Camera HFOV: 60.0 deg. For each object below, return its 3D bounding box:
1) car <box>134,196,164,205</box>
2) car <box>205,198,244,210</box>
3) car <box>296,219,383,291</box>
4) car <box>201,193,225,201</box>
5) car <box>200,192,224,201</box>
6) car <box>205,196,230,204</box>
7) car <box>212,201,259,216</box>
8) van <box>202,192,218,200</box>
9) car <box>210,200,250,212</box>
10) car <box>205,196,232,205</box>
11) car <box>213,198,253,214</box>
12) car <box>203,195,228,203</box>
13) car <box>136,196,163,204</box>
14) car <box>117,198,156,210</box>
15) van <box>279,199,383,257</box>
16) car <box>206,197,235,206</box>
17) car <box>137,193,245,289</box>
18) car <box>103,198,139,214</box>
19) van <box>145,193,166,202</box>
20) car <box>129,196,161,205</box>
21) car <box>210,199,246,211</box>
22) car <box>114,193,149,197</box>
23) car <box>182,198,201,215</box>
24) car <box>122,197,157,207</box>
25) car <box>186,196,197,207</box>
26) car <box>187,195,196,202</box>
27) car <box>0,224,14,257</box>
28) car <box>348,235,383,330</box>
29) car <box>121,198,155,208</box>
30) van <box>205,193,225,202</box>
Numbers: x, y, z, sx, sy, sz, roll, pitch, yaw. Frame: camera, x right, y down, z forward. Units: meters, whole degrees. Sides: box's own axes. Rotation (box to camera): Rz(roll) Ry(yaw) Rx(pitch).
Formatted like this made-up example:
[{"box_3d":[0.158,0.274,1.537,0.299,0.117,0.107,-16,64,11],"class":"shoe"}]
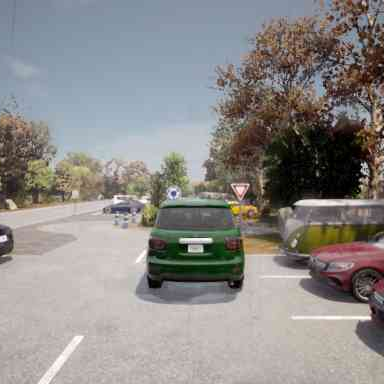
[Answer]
[{"box_3d":[-8.015,1.514,62.137,5.366,1.575,1.946,0,1,0],"class":"car"},{"box_3d":[4.673,1.697,48.222,5.366,1.575,1.946,0,1,0],"class":"car"},{"box_3d":[5.060,1.491,7.494,4.674,1.452,2.002,0,0,0],"class":"car"},{"box_3d":[4.877,1.163,78.679,5.566,2.045,2.435,0,0,0],"class":"car"},{"box_3d":[4.881,1.149,81.449,5.566,2.045,2.435,0,0,0],"class":"car"},{"box_3d":[4.913,1.522,64.833,4.792,1.488,2.163,0,0,0],"class":"car"},{"box_3d":[4.837,1.849,37.265,5.008,1.535,2.097,0,1,0],"class":"car"},{"box_3d":[5.043,1.119,92.656,4.442,1.987,1.878,0,0,0],"class":"van"},{"box_3d":[4.821,1.805,42.682,4.792,1.488,2.163,0,1,0],"class":"car"},{"box_3d":[4.909,1.546,62.194,4.792,1.488,2.163,0,1,0],"class":"car"},{"box_3d":[4.877,1.686,40.034,4.553,1.767,2.185,0,1,0],"class":"car"},{"box_3d":[4.897,1.456,70.371,5.008,1.535,2.097,0,0,0],"class":"car"},{"box_3d":[-8.202,1.492,64.904,4.892,1.521,2.231,0,1,0],"class":"car"},{"box_3d":[-8.036,1.696,48.260,5.366,1.575,1.946,0,1,0],"class":"car"},{"box_3d":[4.937,1.211,10.166,4.442,1.987,1.878,-1,0,0],"class":"van"},{"box_3d":[4.843,1.615,56.530,4.792,1.488,2.163,0,1,0],"class":"car"},{"box_3d":[0.090,1.182,9.192,2.150,2.045,5.566,0,0,0],"class":"car"},{"box_3d":[-8.263,1.842,39.933,4.792,1.488,2.163,0,1,0],"class":"car"},{"box_3d":[-8.066,1.215,73.232,4.442,1.987,1.878,0,0,0],"class":"van"},{"box_3d":[-8.390,1.544,59.485,5.366,1.575,1.946,0,1,0],"class":"car"},{"box_3d":[4.851,1.778,45.452,4.674,1.452,2.002,0,1,0],"class":"car"},{"box_3d":[-8.197,1.485,45.480,5.566,2.045,2.435,0,1,0],"class":"car"},{"box_3d":[-0.076,1.681,40.175,2.097,1.767,4.553,0,1,0],"class":"car"},{"box_3d":[-8.398,1.620,53.812,5.366,1.575,1.946,0,1,0],"class":"car"},{"box_3d":[-0.073,1.595,55.682,1.882,1.535,5.008,0,1,0],"class":"car"},{"box_3d":[-0.137,1.450,75.552,1.837,1.490,4.892,0,0,0],"class":"car"},{"box_3d":[-8.045,1.464,10.115,4.792,1.488,2.163,0,0,0],"class":"car"},{"box_3d":[5.054,1.508,4.709,4.674,1.452,2.002,0,0,0],"class":"car"},{"box_3d":[-8.211,1.662,51.036,4.892,1.521,2.231,0,1,0],"class":"car"},{"box_3d":[5.013,1.216,73.139,4.442,1.987,1.878,0,0,0],"class":"van"}]
